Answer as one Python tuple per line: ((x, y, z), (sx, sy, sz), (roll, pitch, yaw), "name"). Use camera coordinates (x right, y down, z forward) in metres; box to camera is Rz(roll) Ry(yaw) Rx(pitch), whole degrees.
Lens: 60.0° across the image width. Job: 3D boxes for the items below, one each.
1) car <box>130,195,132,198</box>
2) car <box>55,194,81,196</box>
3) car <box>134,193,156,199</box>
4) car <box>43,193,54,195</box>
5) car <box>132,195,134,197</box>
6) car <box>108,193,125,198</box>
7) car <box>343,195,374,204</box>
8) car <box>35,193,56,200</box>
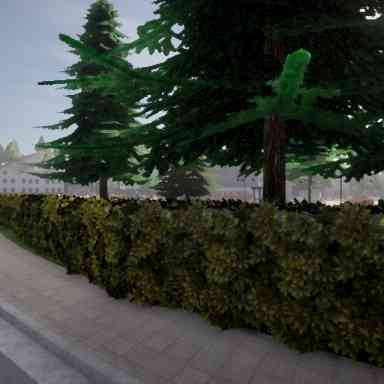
((-12.946, 1.067, 79.837), (3.866, 1.878, 1.905), (0, 0, -36), "car")
((-23.873, 1.311, 63.962), (3.633, 1.501, 1.845), (0, 0, -36), "car")
((-7.949, 1.377, 60.636), (3.806, 1.475, 1.970), (0, 0, -36), "car")
((-29.670, 1.287, 72.102), (4.514, 1.523, 2.007), (0, 0, -36), "car")
((-10.916, 1.088, 77.718), (4.605, 1.855, 1.932), (0, 0, -36), "car")
((-20.412, 1.142, 90.228), (5.027, 1.636, 2.152), (0, 0, -36), "car")
((27.136, 1.336, 54.485), (2.097, 1.767, 4.553), (0, 0, -36), "car")
((-36.361, 1.085, 82.633), (4.605, 1.855, 1.932), (0, 0, -36), "car")
